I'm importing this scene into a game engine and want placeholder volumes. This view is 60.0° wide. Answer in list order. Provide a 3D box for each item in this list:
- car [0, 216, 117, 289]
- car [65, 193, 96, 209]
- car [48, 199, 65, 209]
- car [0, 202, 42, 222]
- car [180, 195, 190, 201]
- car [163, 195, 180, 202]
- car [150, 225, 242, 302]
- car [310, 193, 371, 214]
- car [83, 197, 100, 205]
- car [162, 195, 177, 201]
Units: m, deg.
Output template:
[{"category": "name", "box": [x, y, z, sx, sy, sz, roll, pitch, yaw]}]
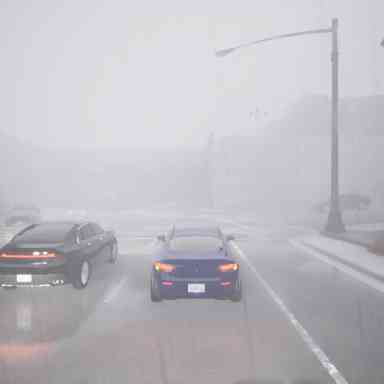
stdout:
[{"category": "car", "box": [-3.393, 1.505, 9.169, 1.837, 1.490, 4.892, 0, 0, 0]}, {"category": "car", "box": [-14.692, 1.221, 44.830, 2.150, 2.045, 5.566, 0, 0, -1]}, {"category": "car", "box": [-18.215, 1.600, 46.121, 1.895, 1.301, 4.718, 0, 0, -1]}, {"category": "car", "box": [-11.776, 1.547, 23.583, 2.033, 1.411, 5.357, 0, 0, -19]}, {"category": "car", "box": [-2.043, 1.524, 84.991, 1.812, 1.442, 4.674, 0, 0, 24]}, {"category": "car", "box": [-4.566, 1.355, 75.360, 2.097, 1.767, 4.553, 0, 0, 6]}, {"category": "car", "box": [0.096, 1.526, 8.154, 1.812, 1.442, 4.674, 0, 0, 0]}, {"category": "car", "box": [12.560, 0.891, 28.306, 4.892, 1.490, 1.837, -7, 0, 0]}, {"category": "car", "box": [-18.510, 1.563, 61.547, 1.994, 1.385, 4.181, 0, 0, -1]}, {"category": "car", "box": [-5.726, 1.552, 85.211, 1.994, 1.385, 4.181, 0, 0, 24]}]
